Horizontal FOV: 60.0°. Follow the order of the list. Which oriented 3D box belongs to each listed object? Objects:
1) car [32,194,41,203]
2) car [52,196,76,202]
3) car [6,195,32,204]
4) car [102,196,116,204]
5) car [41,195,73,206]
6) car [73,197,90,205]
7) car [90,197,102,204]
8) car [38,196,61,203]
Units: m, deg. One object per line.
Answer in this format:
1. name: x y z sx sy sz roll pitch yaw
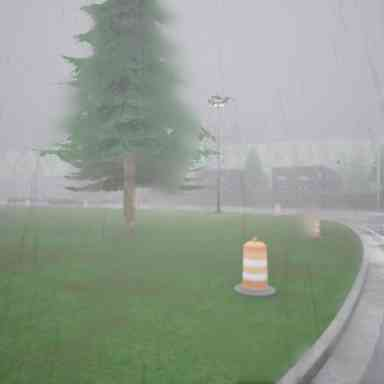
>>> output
1. car: -31.159 1.277 65.657 4.553 1.767 2.097 0 0 31
2. car: -27.549 1.487 71.654 5.357 1.411 2.033 0 0 31
3. car: -33.003 1.409 62.682 4.892 1.490 1.837 0 0 31
4. car: -17.234 1.626 65.424 4.892 1.490 1.837 -1 -1 32
5. car: -23.034 1.589 56.667 4.892 1.490 1.837 -1 -1 32
6. car: -21.046 1.701 59.551 4.718 1.301 1.895 0 0 32
7. car: -19.796 1.676 62.898 4.181 1.385 1.994 0 0 32
8. car: -29.393 1.529 68.679 4.718 1.301 1.895 0 0 31
